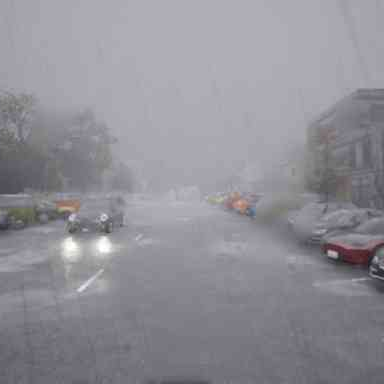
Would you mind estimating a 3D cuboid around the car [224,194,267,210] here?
[{"bbox_3d":[6.400,1.139,39.923,4.553,1.767,2.185,1,0,-20],"label":"car"}]

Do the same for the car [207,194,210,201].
[{"bbox_3d":[6.148,1.217,63.322,5.366,1.575,1.946,1,0,-20],"label":"car"}]

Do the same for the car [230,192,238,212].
[{"bbox_3d":[6.349,1.169,31.113,4.553,1.767,2.185,1,0,-20],"label":"car"}]

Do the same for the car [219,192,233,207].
[{"bbox_3d":[6.398,1.023,36.999,5.566,2.045,2.435,1,0,-20],"label":"car"}]

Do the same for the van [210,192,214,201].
[{"bbox_3d":[6.226,1.000,60.406,4.442,1.987,1.878,1,0,-20],"label":"van"}]

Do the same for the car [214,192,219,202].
[{"bbox_3d":[6.528,1.245,48.786,5.366,1.575,1.946,1,0,-20],"label":"car"}]

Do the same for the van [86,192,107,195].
[{"bbox_3d":[-11.336,1.062,34.152,4.442,1.987,1.878,-1,0,-20],"label":"van"}]

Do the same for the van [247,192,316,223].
[{"bbox_3d":[6.284,1.111,22.275,4.442,1.987,1.878,1,1,-20],"label":"van"}]

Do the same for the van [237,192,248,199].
[{"bbox_3d":[6.492,1.085,28.230,4.442,1.987,1.878,1,0,-20],"label":"van"}]

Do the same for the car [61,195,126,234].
[{"bbox_3d":[-5.122,1.232,18.251,2.097,1.767,4.553,0,0,0],"label":"car"}]

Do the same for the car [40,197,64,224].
[{"bbox_3d":[-11.417,1.344,22.330,4.892,1.521,2.231,-1,1,-20],"label":"car"}]

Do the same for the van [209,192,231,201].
[{"bbox_3d":[6.364,1.090,75.159,4.442,1.987,1.878,1,-2,-20],"label":"van"}]

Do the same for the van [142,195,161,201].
[{"bbox_3d":[-11.616,1.798,91.797,4.442,1.987,1.878,1,-3,-21],"label":"van"}]

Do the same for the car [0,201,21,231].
[{"bbox_3d":[-11.445,1.409,16.431,4.792,1.488,2.163,-1,1,-20],"label":"car"}]

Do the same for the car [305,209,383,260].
[{"bbox_3d":[6.377,1.442,10.573,4.792,1.488,2.163,1,1,-20],"label":"car"}]

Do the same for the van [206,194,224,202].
[{"bbox_3d":[6.226,1.649,89.785,4.442,1.987,1.878,2,-4,-21],"label":"van"}]

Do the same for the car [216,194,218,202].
[{"bbox_3d":[6.325,1.281,45.781,4.792,1.488,2.163,1,0,-20],"label":"car"}]

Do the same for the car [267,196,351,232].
[{"bbox_3d":[6.429,1.249,16.459,4.553,1.767,2.185,1,1,-20],"label":"car"}]

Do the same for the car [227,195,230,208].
[{"bbox_3d":[6.375,1.325,34.051,4.674,1.452,2.002,1,0,-20],"label":"car"}]

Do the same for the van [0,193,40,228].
[{"bbox_3d":[-11.530,1.137,19.339,4.442,1.987,1.878,-1,1,-20],"label":"van"}]

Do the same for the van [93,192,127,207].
[{"bbox_3d":[-11.350,1.030,45.928,4.442,1.987,1.878,-1,0,-20],"label":"van"}]

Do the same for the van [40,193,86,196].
[{"bbox_3d":[-11.544,1.090,28.175,4.442,1.987,1.878,-1,1,-20],"label":"van"}]

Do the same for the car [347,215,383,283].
[{"bbox_3d":[6.419,1.433,7.647,4.892,1.521,2.231,1,1,-20],"label":"car"}]

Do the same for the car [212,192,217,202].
[{"bbox_3d":[6.521,1.236,54.647,5.366,1.575,1.946,1,0,-20],"label":"car"}]

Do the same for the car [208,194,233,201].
[{"bbox_3d":[6.265,1.263,72.191,4.892,1.521,2.231,1,-2,-20],"label":"car"}]

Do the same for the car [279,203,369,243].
[{"bbox_3d":[6.407,1.394,13.520,4.892,1.521,2.231,1,1,-20],"label":"car"}]

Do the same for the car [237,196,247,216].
[{"bbox_3d":[6.378,1.323,25.254,5.008,1.535,2.097,1,0,-20],"label":"car"}]

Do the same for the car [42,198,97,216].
[{"bbox_3d":[-11.433,1.340,31.160,4.674,1.452,2.002,-1,1,-20],"label":"car"}]

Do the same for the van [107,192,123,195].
[{"bbox_3d":[-11.563,1.039,42.895,4.442,1.987,1.878,-1,0,-20],"label":"van"}]
